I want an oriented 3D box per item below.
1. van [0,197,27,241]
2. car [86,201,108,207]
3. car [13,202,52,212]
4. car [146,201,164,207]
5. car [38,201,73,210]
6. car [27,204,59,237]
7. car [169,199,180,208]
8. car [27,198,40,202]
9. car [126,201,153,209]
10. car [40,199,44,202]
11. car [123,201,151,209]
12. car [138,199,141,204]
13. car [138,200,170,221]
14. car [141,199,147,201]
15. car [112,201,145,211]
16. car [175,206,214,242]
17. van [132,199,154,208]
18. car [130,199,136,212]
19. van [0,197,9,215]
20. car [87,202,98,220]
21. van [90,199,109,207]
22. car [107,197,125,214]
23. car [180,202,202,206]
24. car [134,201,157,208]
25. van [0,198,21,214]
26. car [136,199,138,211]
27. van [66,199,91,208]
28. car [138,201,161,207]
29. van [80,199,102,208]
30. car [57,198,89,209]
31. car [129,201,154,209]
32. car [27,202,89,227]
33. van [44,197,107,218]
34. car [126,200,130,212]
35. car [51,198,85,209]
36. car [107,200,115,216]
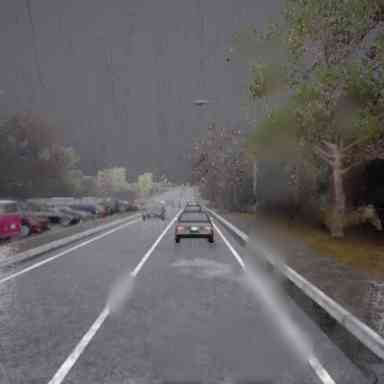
[{"bbox_3d":[-10.442,1.353,15.403,4.442,1.987,1.878,0,0,0],"label":"van"},{"bbox_3d":[-23.400,2.975,81.915,4.792,1.488,2.163,0,-2,0],"label":"car"},{"bbox_3d":[-23.386,2.146,48.818,4.674,1.452,2.002,0,-1,0],"label":"car"},{"bbox_3d":[-10.292,3.312,93.082,4.892,1.521,2.231,0,-2,0],"label":"car"},{"bbox_3d":[-23.378,2.312,57.126,5.008,1.535,2.097,0,-1,0],"label":"car"},{"bbox_3d":[-10.329,1.602,18.178,5.008,1.535,2.097,0,0,0],"label":"car"},{"bbox_3d":[-3.309,2.665,71.522,2.128,1.511,4.902,0,-2,0],"label":"car"},{"bbox_3d":[-23.363,1.715,43.161,5.566,2.045,2.435,0,-1,0],"label":"car"},{"bbox_3d":[-10.271,2.545,65.342,4.792,1.488,2.163,0,-1,0],"label":"car"},{"bbox_3d":[-23.384,2.038,46.048,5.008,1.535,2.097,0,-1,0],"label":"car"},{"bbox_3d":[-10.272,2.477,62.567,4.792,1.488,2.163,0,-1,0],"label":"car"},{"bbox_3d":[-10.277,1.979,48.694,4.553,1.767,2.185,0,-1,0],"label":"car"},{"bbox_3d":[-3.349,1.769,30.217,1.837,1.490,4.892,0,-1,0],"label":"car"},{"bbox_3d":[-10.121,2.170,51.466,5.366,1.575,1.946,0,-1,0],"label":"car"},{"bbox_3d":[-10.299,2.242,54.242,4.892,1.521,2.231,0,-1,0],"label":"car"},{"bbox_3d":[0.099,1.653,16.884,2.033,1.411,5.357,0,-1,0],"label":"car"},{"bbox_3d":[-10.414,2.427,70.899,4.442,1.987,1.878,0,-1,0],"label":"van"},{"bbox_3d":[-10.306,1.967,43.140,5.008,1.535,2.097,0,-1,0],"label":"car"},{"bbox_3d":[-23.510,1.607,37.746,4.442,1.987,1.878,0,-1,0],"label":"van"},{"bbox_3d":[-10.322,1.714,26.506,4.674,1.452,2.002,0,0,0],"label":"car"},{"bbox_3d":[-23.487,2.806,84.693,4.442,1.987,1.878,0,-2,0],"label":"van"},{"bbox_3d":[-10.344,1.510,34.820,5.566,2.045,2.435,0,-1,0],"label":"car"},{"bbox_3d":[0.093,1.869,37.258,2.128,1.511,4.902,0,-1,0],"label":"car"},{"bbox_3d":[-10.325,2.751,73.669,4.792,1.488,2.163,0,-1,0],"label":"car"},{"bbox_3d":[-23.509,1.672,40.390,4.442,1.987,1.878,0,-1,0],"label":"van"},{"bbox_3d":[-10.278,1.910,45.919,4.553,1.767,2.185,0,-1,0],"label":"car"},{"bbox_3d":[-23.261,2.360,68.209,4.442,1.987,1.878,0,-1,0],"label":"van"},{"bbox_3d":[-10.477,2.945,81.987,5.366,1.575,1.946,0,-2,0],"label":"car"},{"bbox_3d":[-23.266,2.568,76.533,4.442,1.987,1.878,0,-2,0],"label":"van"},{"bbox_3d":[-23.351,2.266,65.441,5.566,2.045,2.435,0,-1,0],"label":"car"},{"bbox_3d":[-10.269,2.614,68.118,4.792,1.488,2.163,0,-1,0],"label":"car"},{"bbox_3d":[-10.291,1.680,23.728,4.792,1.488,2.163,0,-1,0],"label":"car"},{"bbox_3d":[-10.202,1.472,29.284,4.442,1.987,1.878,0,-1,0],"label":"van"},{"bbox_3d":[-10.315,1.938,40.364,4.674,1.452,2.002,0,-1,0],"label":"car"},{"bbox_3d":[-23.353,2.197,62.672,5.566,2.045,2.435,0,-1,0],"label":"car"},{"bbox_3d":[-10.346,1.752,32.064,4.792,1.488,2.163,0,-1,0],"label":"car"}]
